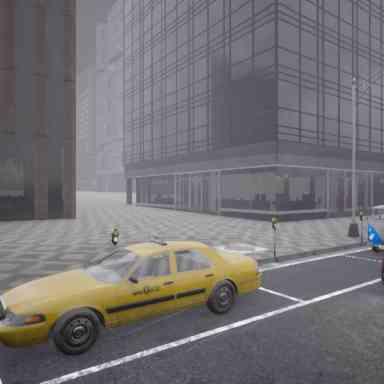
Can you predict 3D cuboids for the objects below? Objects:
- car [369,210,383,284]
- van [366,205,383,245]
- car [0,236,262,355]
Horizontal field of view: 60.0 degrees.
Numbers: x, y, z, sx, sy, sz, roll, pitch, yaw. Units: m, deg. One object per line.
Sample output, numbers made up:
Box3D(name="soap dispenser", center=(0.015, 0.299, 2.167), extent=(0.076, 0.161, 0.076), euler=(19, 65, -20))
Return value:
Box3D(name="car", center=(6.447, 1.352, 7.842), extent=(4.553, 1.767, 2.097), euler=(0, 0, -35))
Box3D(name="van", center=(8.151, 1.342, 12.446), extent=(3.998, 1.788, 1.690), euler=(0, 0, -35))
Box3D(name="car", center=(-0.849, 1.525, 6.042), extent=(4.829, 1.417, 1.752), euler=(0, 0, -35))
